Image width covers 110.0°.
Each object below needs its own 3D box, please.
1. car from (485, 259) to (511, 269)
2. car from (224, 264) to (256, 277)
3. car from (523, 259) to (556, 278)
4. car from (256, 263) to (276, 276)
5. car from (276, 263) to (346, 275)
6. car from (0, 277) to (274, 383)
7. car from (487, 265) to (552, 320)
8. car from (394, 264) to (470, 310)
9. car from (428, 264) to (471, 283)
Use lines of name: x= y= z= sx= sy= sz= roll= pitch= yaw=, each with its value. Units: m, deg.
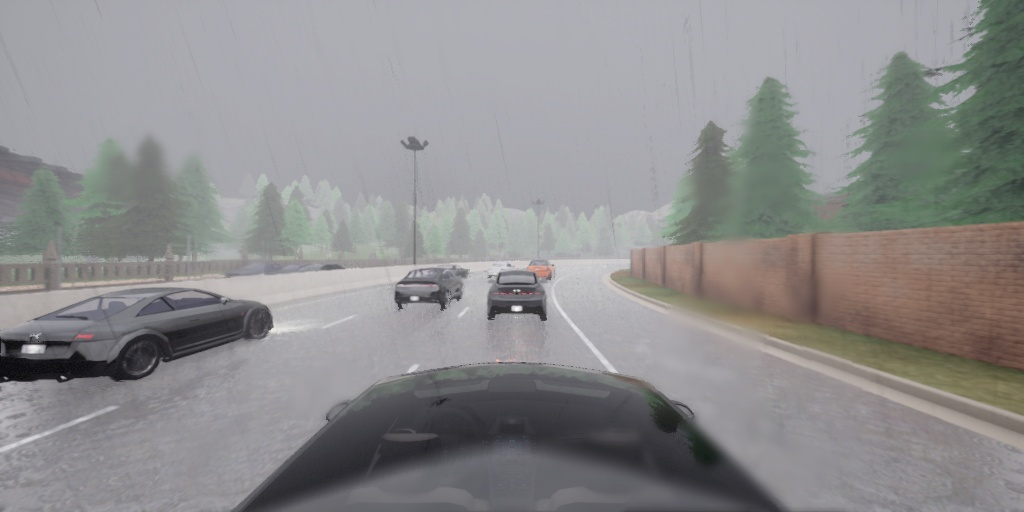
car: x=-0.822 y=1.255 z=31.645 sx=1.812 sy=1.442 sz=4.674 roll=0 pitch=0 yaw=13
car: x=-19.568 y=1.281 z=28.222 sx=2.033 sy=1.411 sz=5.357 roll=0 pitch=0 yaw=9
car: x=2.476 y=1.082 z=30.321 sx=2.097 sy=1.767 sz=4.553 roll=0 pitch=0 yaw=12
car: x=-16.169 y=1.282 z=27.403 sx=2.033 sy=1.411 sz=5.357 roll=0 pitch=0 yaw=9
car: x=-13.054 y=1.241 z=24.218 sx=1.837 sy=1.490 sz=4.892 roll=-1 pitch=0 yaw=8
car: x=-6.895 y=1.311 z=7.176 sx=1.994 sy=1.385 sz=4.181 roll=0 pitch=0 yaw=0
car: x=0.204 y=1.247 z=12.633 sx=1.837 sy=1.490 sz=4.892 roll=0 pitch=0 yaw=2
car: x=-3.200 y=1.233 z=14.633 sx=2.128 sy=1.511 sz=4.902 roll=0 pitch=0 yaw=3
car: x=-4.963 y=1.332 z=29.127 sx=1.895 sy=1.301 sz=4.718 roll=0 pitch=0 yaw=11
